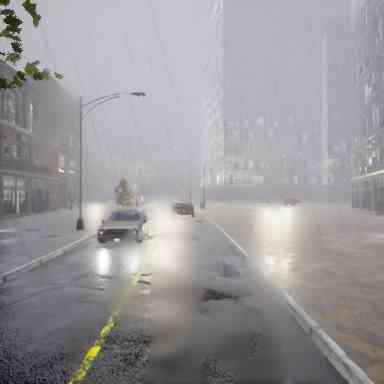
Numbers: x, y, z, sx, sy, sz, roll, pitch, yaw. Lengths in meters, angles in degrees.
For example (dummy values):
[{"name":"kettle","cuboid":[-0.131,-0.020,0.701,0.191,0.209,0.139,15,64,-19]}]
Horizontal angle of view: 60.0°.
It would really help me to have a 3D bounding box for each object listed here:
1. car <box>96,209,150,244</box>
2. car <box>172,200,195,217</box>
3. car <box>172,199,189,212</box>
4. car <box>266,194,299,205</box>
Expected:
[{"name":"car","cuboid":[-3.090,1.545,16.078,2.033,1.411,5.357,0,0,-2]},{"name":"car","cuboid":[-0.820,1.476,30.785,1.882,1.535,5.008,0,0,-3]},{"name":"car","cuboid":[-1.503,1.598,40.661,1.895,1.301,4.718,0,0,-4]},{"name":"car","cuboid":[13.940,1.190,51.522,5.009,1.841,2.192,0,-1,15]}]
